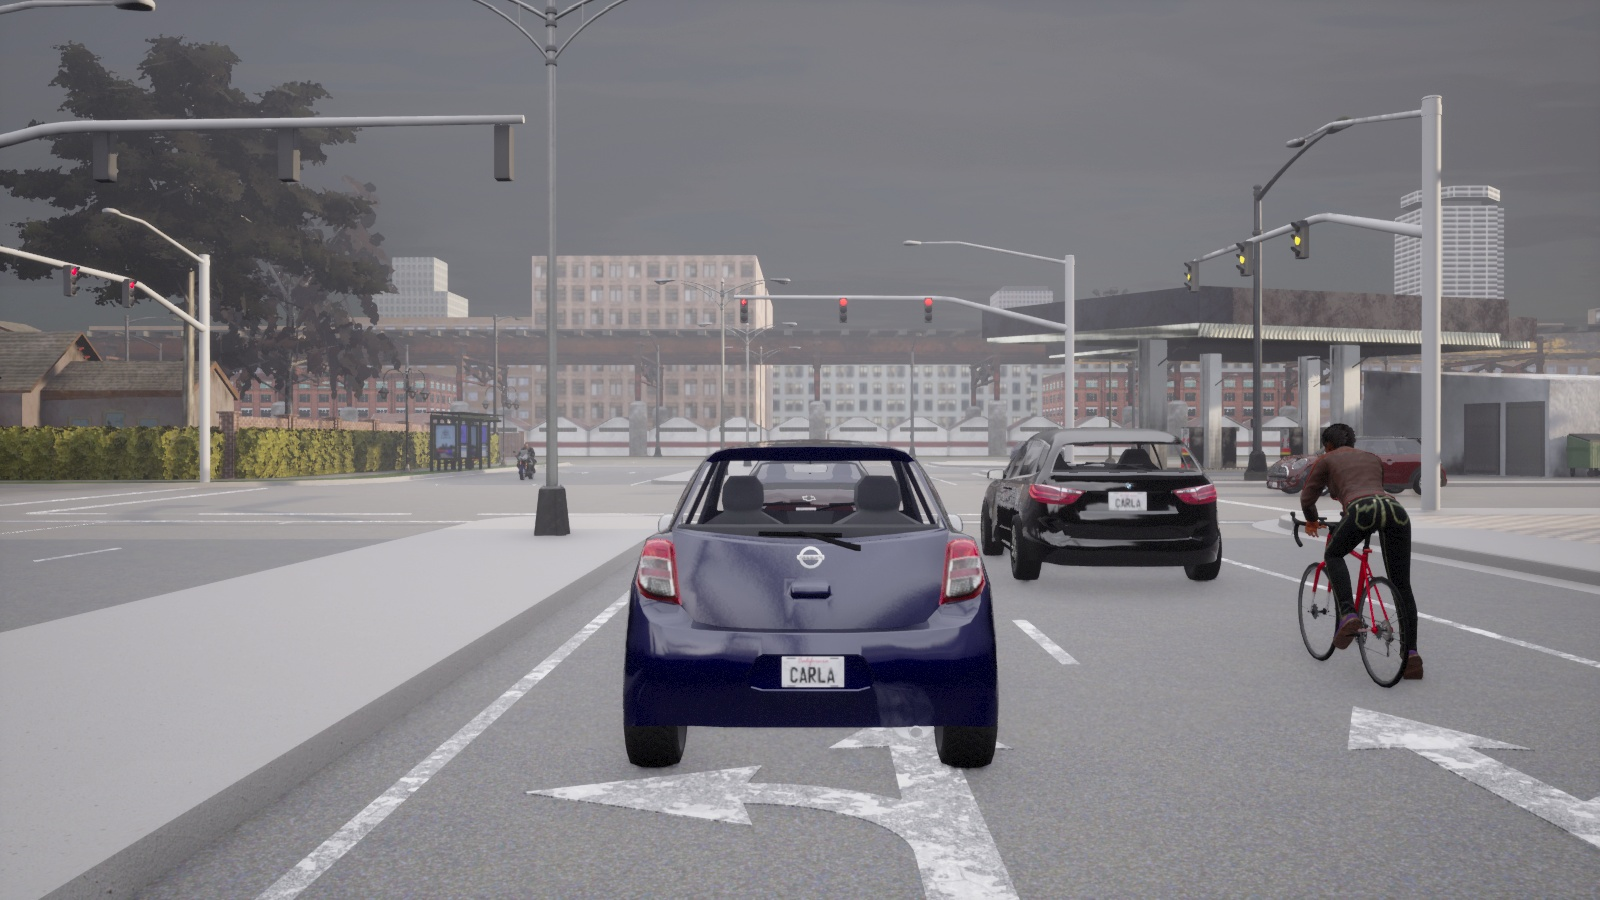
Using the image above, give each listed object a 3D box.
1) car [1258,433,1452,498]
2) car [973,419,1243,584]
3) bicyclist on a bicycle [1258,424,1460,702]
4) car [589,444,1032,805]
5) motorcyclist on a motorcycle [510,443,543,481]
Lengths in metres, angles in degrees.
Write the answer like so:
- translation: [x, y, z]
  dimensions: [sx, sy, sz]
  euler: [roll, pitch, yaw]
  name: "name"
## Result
- translation: [15.568, 0.418, 35.392]
  dimensions: [4.553, 1.767, 2.097]
  euler: [0, 0, -1]
  name: "car"
- translation: [3.446, 0.508, 15.080]
  dimensions: [2.242, 1.667, 4.611]
  euler: [0, 0, 2]
  name: "car"
- translation: [3.560, 0.656, 8.151]
  dimensions: [0.582, 1.620, 1.656]
  euler: [0, 0, 0]
  name: "bicyclist on a bicycle"
- translation: [0.056, 0.721, 7.057]
  dimensions: [1.845, 1.501, 3.633]
  euler: [0, 0, 0]
  name: "car"
- translation: [-11.184, 0.482, 51.400]
  dimensions: [0.866, 1.530, 2.191]
  euler: [0, 0, 0]
  name: "motorcyclist on a motorcycle"
